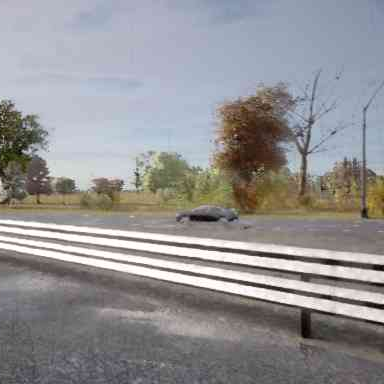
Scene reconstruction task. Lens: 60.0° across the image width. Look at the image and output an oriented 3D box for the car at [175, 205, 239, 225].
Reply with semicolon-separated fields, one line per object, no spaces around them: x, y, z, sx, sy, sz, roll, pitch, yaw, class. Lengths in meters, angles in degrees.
1.110;1.714;25.304;4.902;1.511;2.128;0;0;14;car
